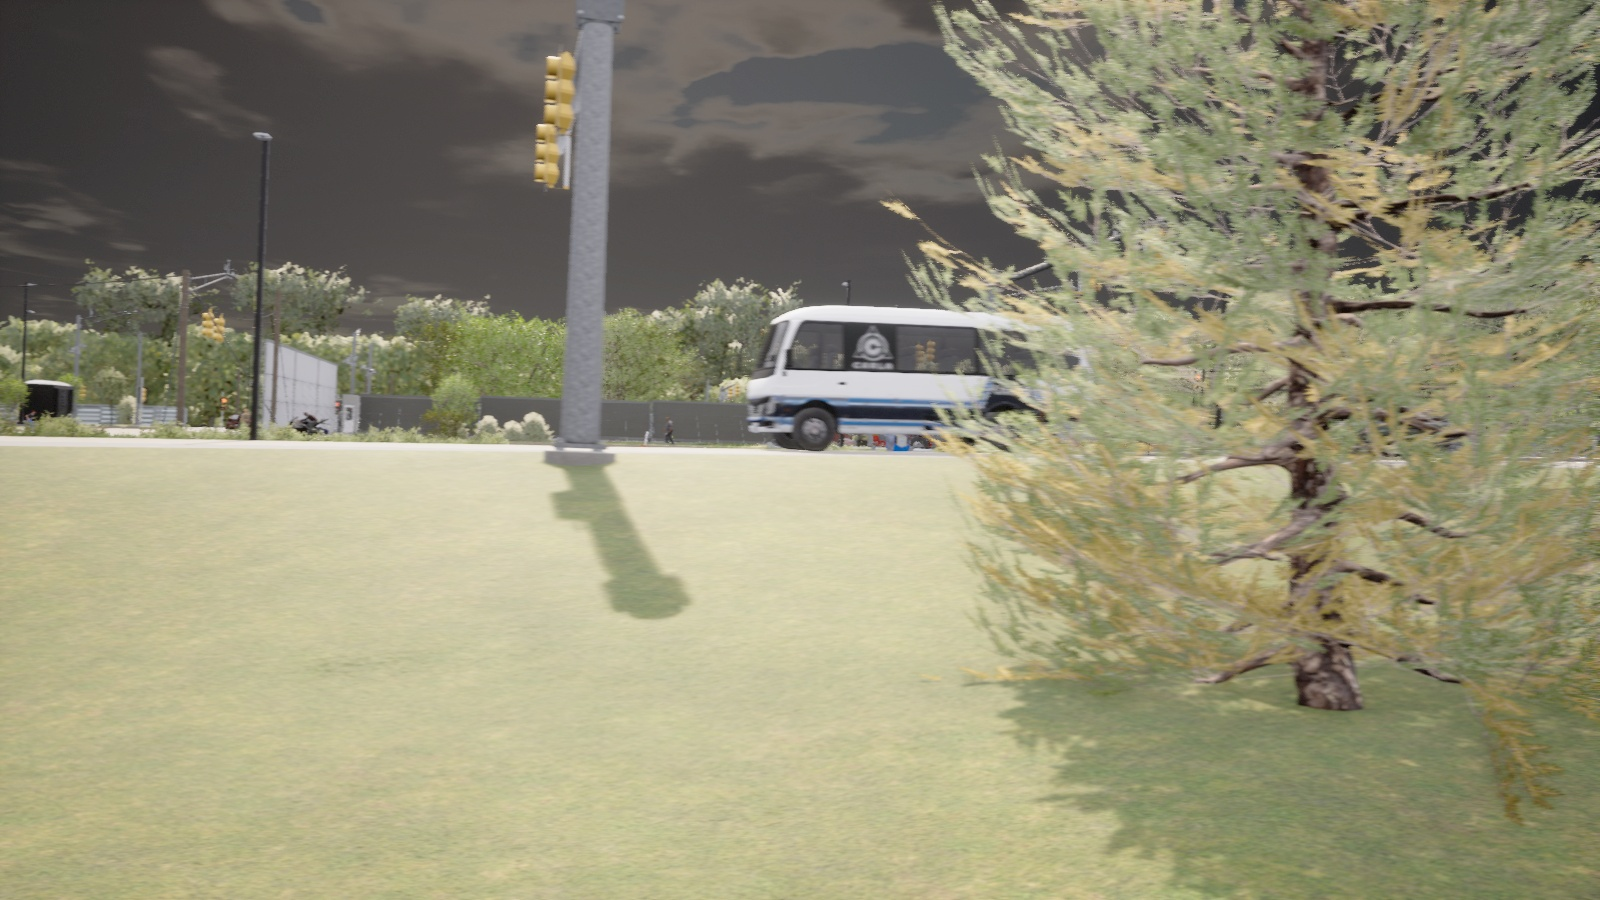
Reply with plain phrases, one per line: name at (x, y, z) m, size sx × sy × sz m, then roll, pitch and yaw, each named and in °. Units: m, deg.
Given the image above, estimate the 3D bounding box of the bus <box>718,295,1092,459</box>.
bus at (3.004, -2.016, 37.338) m, size 10.273 × 4.253 × 3.944 m, roll 1°, pitch 1°, yaw -13°

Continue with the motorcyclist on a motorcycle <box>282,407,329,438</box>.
motorcyclist on a motorcycle at (-26.056, -1.454, 66.208) m, size 2.191 × 1.530 × 0.866 m, roll 2°, pitch 1°, yaw -13°

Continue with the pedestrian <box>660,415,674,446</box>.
pedestrian at (-8.127, -1.216, 76.478) m, size 0.694 × 1.848 × 0.540 m, roll 3°, pitch 0°, yaw -13°

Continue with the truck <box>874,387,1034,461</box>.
truck at (8.719, -1.449, 71.196) m, size 8.468 × 3.827 × 2.891 m, roll 2°, pitch 1°, yaw -18°
